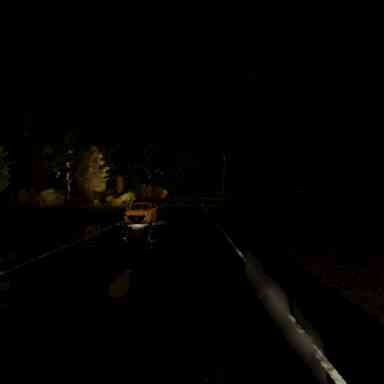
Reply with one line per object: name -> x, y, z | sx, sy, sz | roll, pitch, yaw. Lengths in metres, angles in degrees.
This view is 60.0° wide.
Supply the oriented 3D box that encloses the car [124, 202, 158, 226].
car -> -3.588, 1.479, 23.913 | 1.882, 1.535, 5.008 | 0, 0, 0
